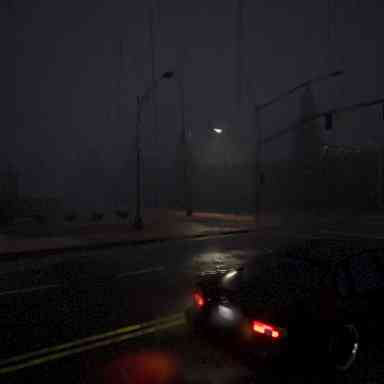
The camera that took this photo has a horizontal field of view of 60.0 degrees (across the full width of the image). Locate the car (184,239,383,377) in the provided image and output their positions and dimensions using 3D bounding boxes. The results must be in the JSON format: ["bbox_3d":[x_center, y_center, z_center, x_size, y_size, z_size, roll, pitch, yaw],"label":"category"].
[{"bbox_3d":[2.475,1.527,5.558,5.357,1.411,2.033,0,0,-35],"label":"car"}]

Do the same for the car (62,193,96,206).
[{"bbox_3d":[-17.874,1.159,52.365,5.566,2.045,2.150,0,0,23],"label":"car"}]

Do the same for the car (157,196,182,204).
[{"bbox_3d":[-3.902,1.392,61.078,4.718,1.301,1.895,-3,2,27],"label":"car"}]
